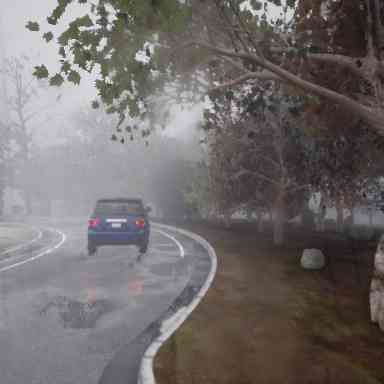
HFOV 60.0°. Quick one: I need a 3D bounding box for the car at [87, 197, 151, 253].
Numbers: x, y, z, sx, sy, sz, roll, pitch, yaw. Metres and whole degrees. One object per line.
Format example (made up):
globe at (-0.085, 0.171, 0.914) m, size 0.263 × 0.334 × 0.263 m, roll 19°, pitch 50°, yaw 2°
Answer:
car at (-2.914, 1.208, 13.855) m, size 2.150 × 2.045 × 5.566 m, roll 1°, pitch 0°, yaw -8°
